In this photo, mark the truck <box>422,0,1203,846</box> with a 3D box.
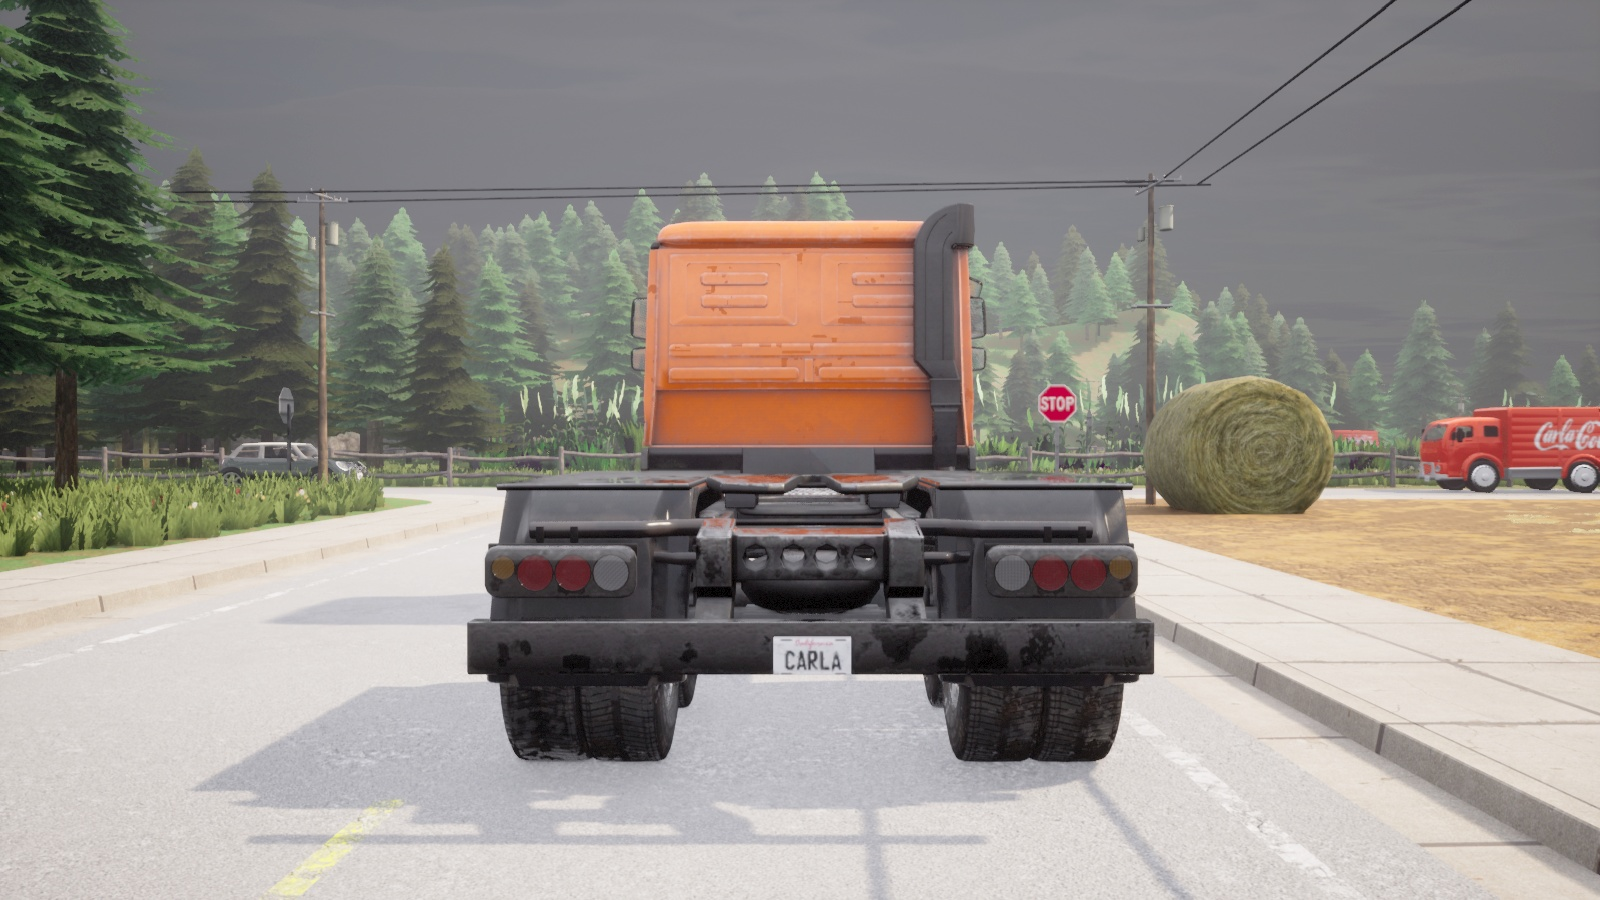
[{"bbox_3d":[0.063,-0.284,8.625,2.891,3.462,7.936,0,0,0],"label":"truck"}]

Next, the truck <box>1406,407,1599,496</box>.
[{"bbox_3d":[21.022,0.022,36.817,5.204,2.467,2.627,-1,0,3],"label":"truck"}]

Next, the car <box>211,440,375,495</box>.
[{"bbox_3d":[-14.161,0.465,35.216,3.806,1.475,1.970,0,0,3],"label":"car"}]
